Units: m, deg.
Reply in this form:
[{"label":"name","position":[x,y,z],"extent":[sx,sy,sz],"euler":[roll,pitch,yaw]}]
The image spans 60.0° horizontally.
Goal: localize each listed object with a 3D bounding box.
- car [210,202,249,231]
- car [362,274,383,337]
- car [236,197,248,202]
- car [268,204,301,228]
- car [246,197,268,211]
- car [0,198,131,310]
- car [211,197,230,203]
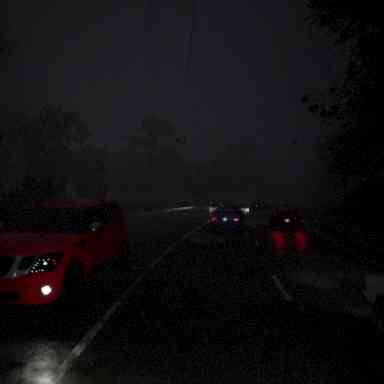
[{"label":"car","position":[2.333,1.569,20.958],"extent":[2.033,1.411,5.357],"euler":[0,0,11]},{"label":"car","position":[3.781,1.614,3.579],"extent":[1.895,1.301,4.718],"euler":[0,0,2]},{"label":"car","position":[8.022,1.534,49.623],"extent":[1.882,1.535,5.008],"euler":[0,0,26]},{"label":"car","position":[6.291,1.564,22.572],"extent":[1.812,1.442,4.674],"euler":[0,0,12]},{"label":"car","position":[8.372,1.621,41.181],"extent":[1.994,1.385,4.181],"euler":[0,0,21]},{"label":"car","position":[-3.138,1.218,8.203],"extent":[2.150,2.045,5.566],"euler":[0,0,5]},{"label":"car","position":[4.353,1.540,50.075],"extent":[1.837,1.490,4.892],"euler":[0,0,25]}]
